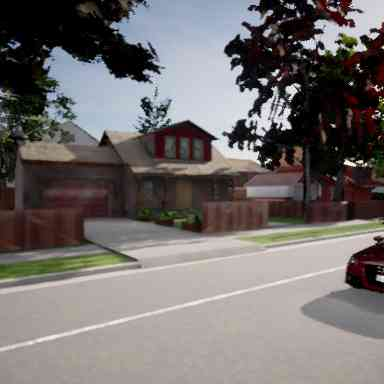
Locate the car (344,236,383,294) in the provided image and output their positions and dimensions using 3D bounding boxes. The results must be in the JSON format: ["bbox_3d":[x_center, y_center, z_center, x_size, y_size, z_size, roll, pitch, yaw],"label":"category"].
[{"bbox_3d":[5.418,1.540,7.759,4.181,1.385,1.994,0,0,-36],"label":"car"}]
